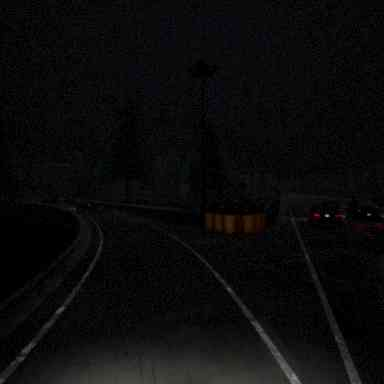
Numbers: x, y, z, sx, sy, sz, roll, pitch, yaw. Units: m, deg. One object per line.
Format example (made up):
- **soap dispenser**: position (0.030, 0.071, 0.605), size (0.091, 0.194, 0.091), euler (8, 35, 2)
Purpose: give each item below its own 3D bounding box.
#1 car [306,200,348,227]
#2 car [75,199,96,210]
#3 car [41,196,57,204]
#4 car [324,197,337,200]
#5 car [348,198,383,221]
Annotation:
- **car**: position (8.908, 1.504, 22.753), size (2.033, 1.411, 5.357), euler (0, 0, 15)
- **car**: position (-13.953, 1.627, 43.621), size (1.994, 1.385, 4.181), euler (0, 0, -29)
- **car**: position (-28.052, 1.484, 65.148), size (2.097, 1.767, 4.553), euler (0, 0, -35)
- **car**: position (18.175, 1.437, 43.730), size (1.812, 1.442, 4.674), euler (0, 0, 15)
- **car**: position (13.573, 1.460, 26.621), size (1.812, 1.442, 4.674), euler (0, 0, 15)
